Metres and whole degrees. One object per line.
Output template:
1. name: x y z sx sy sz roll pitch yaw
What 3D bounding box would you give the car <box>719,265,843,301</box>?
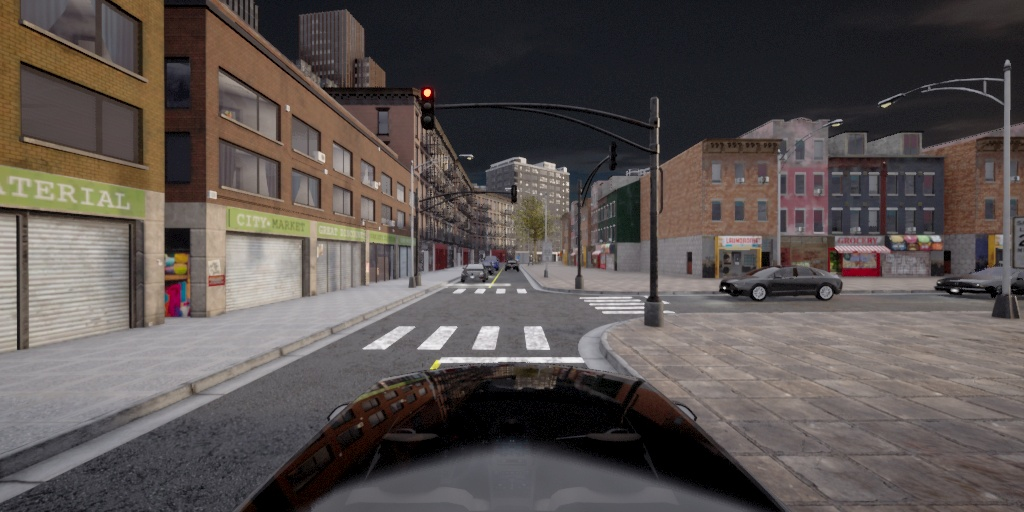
1. car: 12.016 1.177 16.198 4.892 1.490 1.837 0 0 0

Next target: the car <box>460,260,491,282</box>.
1. car: -2.906 1.280 28.657 1.812 1.442 4.674 0 0 0

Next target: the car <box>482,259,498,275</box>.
1. car: -2.940 1.308 39.090 2.033 1.411 5.357 0 0 0

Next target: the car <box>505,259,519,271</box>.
1. car: -0.014 1.277 49.952 1.837 1.490 4.892 0 0 0

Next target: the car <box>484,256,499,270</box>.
1. car: -2.944 0.993 49.711 2.150 2.045 5.566 0 0 1

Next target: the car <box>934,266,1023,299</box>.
1. car: 22.714 1.163 16.255 5.357 1.411 2.033 0 0 0
